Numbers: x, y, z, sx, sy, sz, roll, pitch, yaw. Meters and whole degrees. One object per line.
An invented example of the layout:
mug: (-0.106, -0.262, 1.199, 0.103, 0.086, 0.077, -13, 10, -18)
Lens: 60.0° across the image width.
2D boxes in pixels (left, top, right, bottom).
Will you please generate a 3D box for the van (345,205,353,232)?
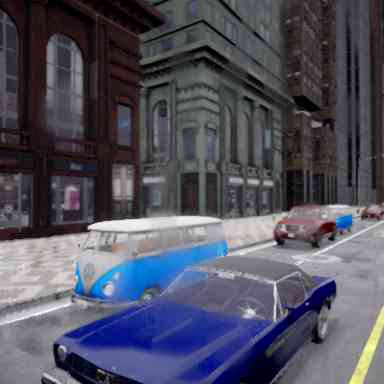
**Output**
van: (9.153, 1.741, 21.320, 1.690, 1.788, 3.998, -1, -1, 36)

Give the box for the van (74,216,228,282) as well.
van: (-0.716, 1.491, 7.592, 1.690, 1.788, 3.998, -1, -1, 36)

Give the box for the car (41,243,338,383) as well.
car: (0.543, 1.692, 4.608, 1.895, 1.301, 4.718, -1, -1, 35)

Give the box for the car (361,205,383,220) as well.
car: (19.024, 2.201, 35.045, 1.887, 1.381, 4.507, -1, -1, 36)

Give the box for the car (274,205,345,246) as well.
car: (5.863, 1.631, 16.745, 2.192, 1.841, 5.009, -1, -1, 36)
